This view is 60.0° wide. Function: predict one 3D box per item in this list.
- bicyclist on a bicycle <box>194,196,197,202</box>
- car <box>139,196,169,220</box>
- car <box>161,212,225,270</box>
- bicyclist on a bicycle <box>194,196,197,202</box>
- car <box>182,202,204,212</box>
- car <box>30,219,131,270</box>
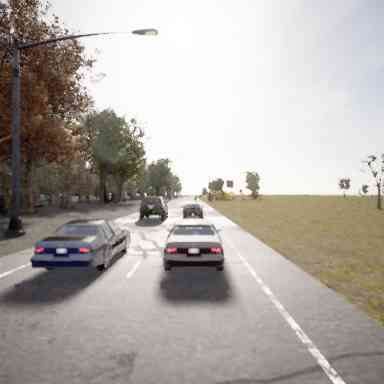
[{"bbox_3d":[0.971,2.005,84.857,0.582,1.620,1.656,0,-1,0],"label":"bicyclist on a bicycle"},{"bbox_3d":[-3.412,1.417,30.385,2.150,2.045,5.566,0,-1,0],"label":"car"},{"bbox_3d":[0.067,1.621,11.311,2.033,1.411,5.357,0,0,0],"label":"car"},{"bbox_3d":[0.967,2.051,93.856,0.866,1.612,1.509,0,0,0],"label":"bicyclist on a bicycle"},{"bbox_3d":[0.090,1.708,31.340,1.837,1.490,4.892,0,0,0],"label":"car"},{"bbox_3d":[-3.433,1.621,11.305,2.033,1.411,5.357,0,0,0],"label":"car"}]
